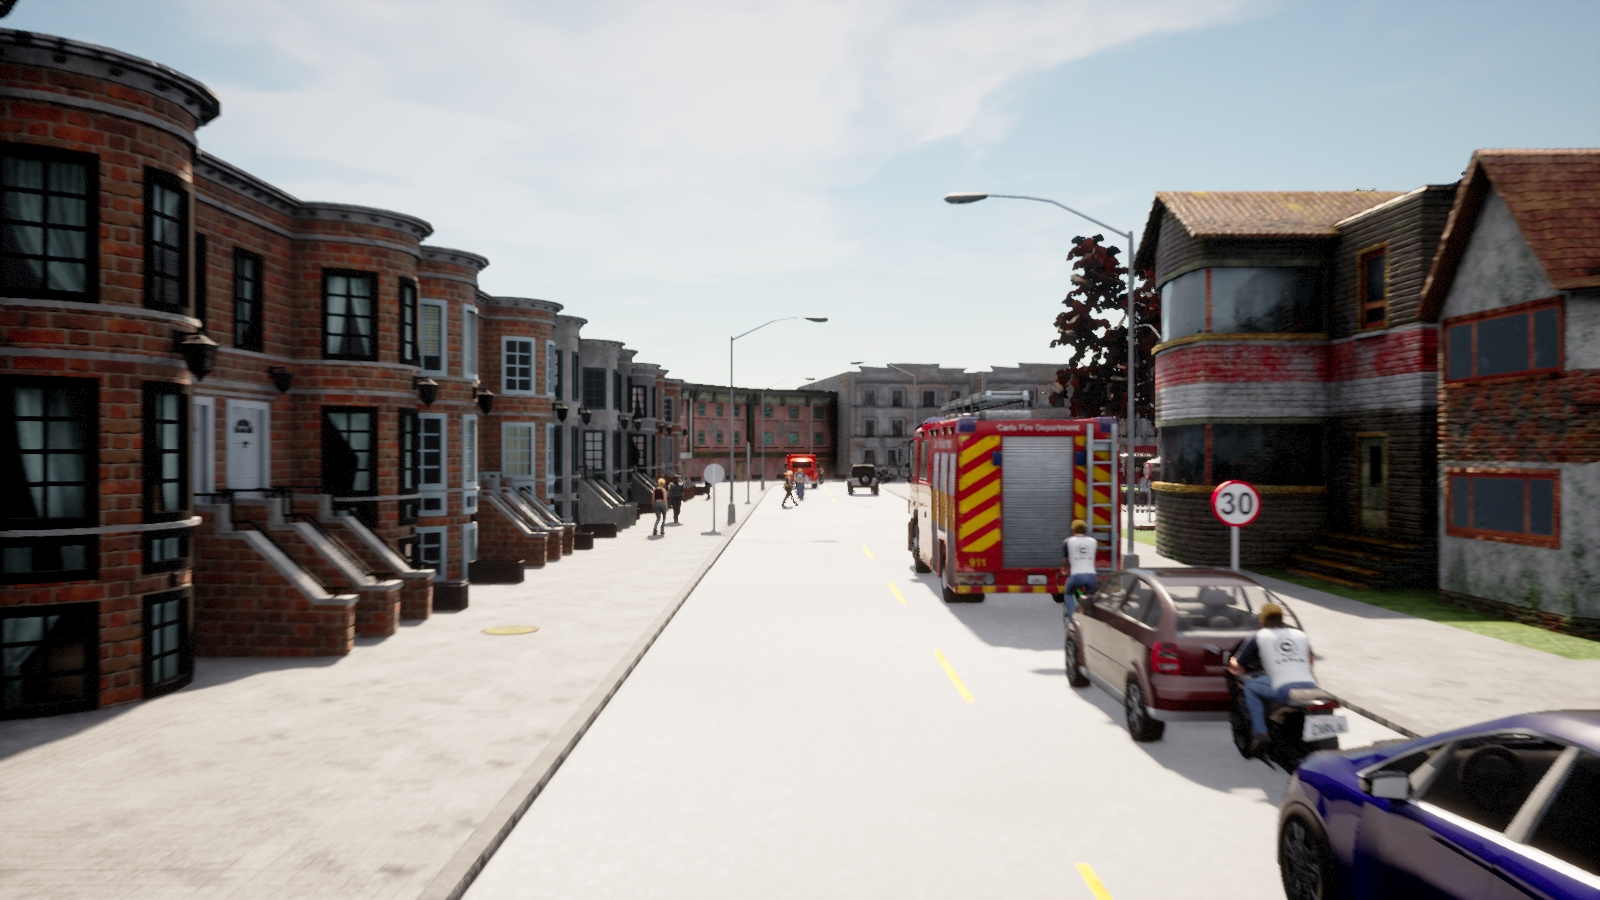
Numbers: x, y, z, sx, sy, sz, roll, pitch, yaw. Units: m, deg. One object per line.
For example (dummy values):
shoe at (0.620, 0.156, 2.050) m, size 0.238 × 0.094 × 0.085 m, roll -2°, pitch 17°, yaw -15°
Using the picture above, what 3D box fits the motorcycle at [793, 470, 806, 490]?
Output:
motorcycle at (-0.042, 1.985, 76.603) m, size 0.867 × 1.251 × 2.209 m, roll 0°, pitch 0°, yaw 0°

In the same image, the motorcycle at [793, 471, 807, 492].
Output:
motorcycle at (0.002, 1.962, 71.706) m, size 0.856 × 1.236 × 1.805 m, roll 0°, pitch 0°, yaw 0°

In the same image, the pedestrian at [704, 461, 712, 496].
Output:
pedestrian at (-4.952, 1.524, 61.645) m, size 0.375 × 1.860 × 0.375 m, roll 0°, pitch 0°, yaw 2°

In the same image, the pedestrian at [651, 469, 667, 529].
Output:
pedestrian at (-4.416, 1.523, 35.793) m, size 0.375 × 1.860 × 0.375 m, roll 0°, pitch 0°, yaw 18°

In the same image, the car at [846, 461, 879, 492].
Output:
car at (3.961, 1.637, 72.616) m, size 1.905 × 1.878 × 3.866 m, roll 0°, pitch 0°, yaw 0°

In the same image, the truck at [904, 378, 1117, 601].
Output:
truck at (4.002, 0.671, 23.869) m, size 2.891 × 3.827 × 8.468 m, roll 0°, pitch 0°, yaw 0°

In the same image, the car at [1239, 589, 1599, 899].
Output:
car at (4.004, 1.747, 5.199) m, size 2.242 × 1.667 × 4.611 m, roll 0°, pitch 0°, yaw 0°

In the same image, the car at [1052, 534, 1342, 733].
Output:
car at (4.011, 1.800, 12.210) m, size 1.789 × 1.549 × 3.705 m, roll 0°, pitch 0°, yaw 0°

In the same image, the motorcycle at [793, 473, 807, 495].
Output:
motorcycle at (0.000, 1.962, 66.597) m, size 0.856 × 1.236 × 1.805 m, roll 0°, pitch 0°, yaw 0°

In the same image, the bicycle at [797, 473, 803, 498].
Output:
bicycle at (0.001, 1.936, 62.323) m, size 0.373 × 1.296 × 1.643 m, roll 0°, pitch 0°, yaw 0°

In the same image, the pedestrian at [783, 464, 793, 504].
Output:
pedestrian at (-0.579, 1.628, 54.854) m, size 0.375 × 1.860 × 0.375 m, roll 0°, pitch 0°, yaw -19°

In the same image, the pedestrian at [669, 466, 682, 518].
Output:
pedestrian at (-4.531, 1.524, 41.581) m, size 0.375 × 1.860 × 0.375 m, roll 0°, pitch 0°, yaw -17°
